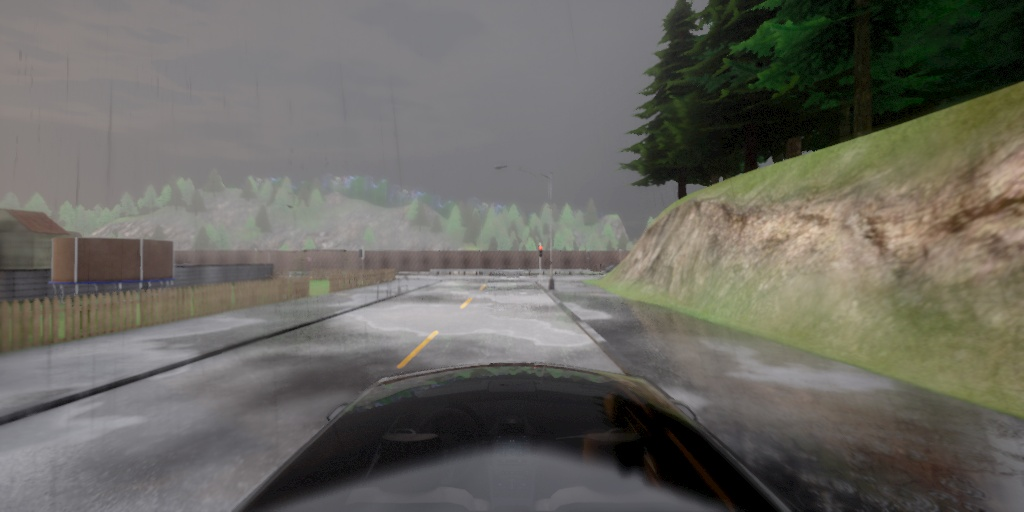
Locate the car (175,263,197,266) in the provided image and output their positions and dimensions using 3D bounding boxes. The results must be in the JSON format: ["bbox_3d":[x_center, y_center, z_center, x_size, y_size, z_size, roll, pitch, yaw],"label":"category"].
[{"bbox_3d":[-35.821,1.476,39.152,4.902,1.511,2.128,0,-1,0],"label":"car"}]

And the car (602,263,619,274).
[{"bbox_3d":[12.329,1.478,39.156,4.902,1.511,2.128,0,-1,0],"label":"car"}]
